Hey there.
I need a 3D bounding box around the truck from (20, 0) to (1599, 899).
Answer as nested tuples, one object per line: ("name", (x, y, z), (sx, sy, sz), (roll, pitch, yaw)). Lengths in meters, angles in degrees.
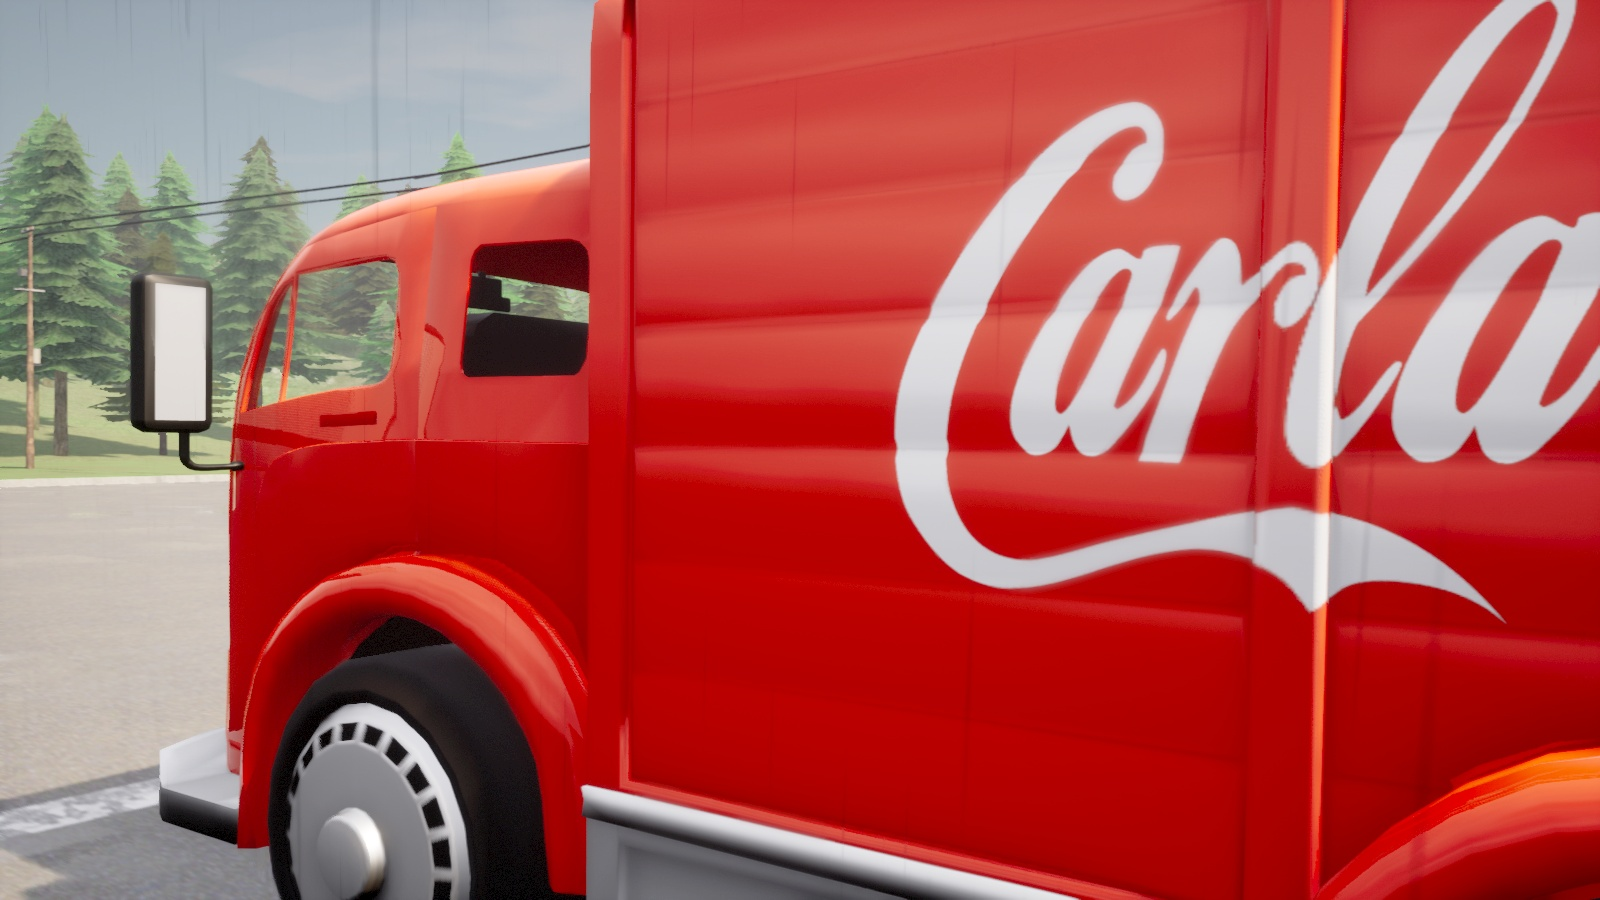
("truck", (0.776, 0.195, 3.099), (5.204, 2.467, 2.627), (0, 1, 34))
